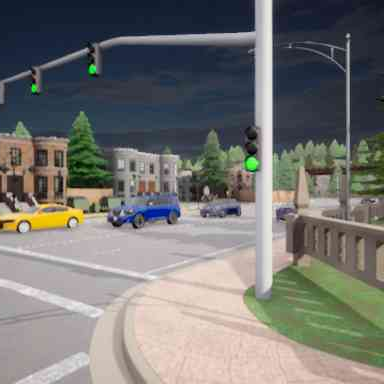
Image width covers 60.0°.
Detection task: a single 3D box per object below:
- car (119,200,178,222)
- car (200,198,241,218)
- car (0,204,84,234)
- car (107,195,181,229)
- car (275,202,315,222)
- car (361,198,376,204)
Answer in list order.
[{"bbox_3d":[-3.463,1.504,27.554,2.128,1.511,4.902,0,0,35],"label":"car"},{"bbox_3d":[2.637,1.364,30.114,2.097,1.767,4.553,0,0,35],"label":"car"},{"bbox_3d":[-8.896,1.488,19.819,1.882,1.535,5.008,0,0,35],"label":"car"},{"bbox_3d":[-3.005,1.232,22.135,2.150,2.045,5.566,0,0,35],"label":"car"},{"bbox_3d":[7.968,1.504,25.418,1.882,1.535,5.008,0,0,35],"label":"car"},{"bbox_3d":[31.121,1.620,58.471,1.895,1.301,4.718,0,0,35],"label":"car"}]
